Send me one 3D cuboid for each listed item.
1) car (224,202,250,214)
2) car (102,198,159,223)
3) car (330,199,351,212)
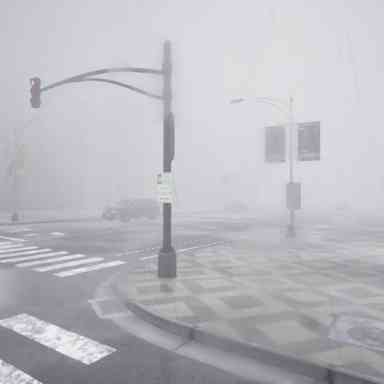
[{"bbox_3d":[6.160,2.115,45.268,1.837,1.490,4.892,0,-1,36],"label":"car"},{"bbox_3d":[-5.233,1.543,29.191,2.150,2.045,5.566,0,-1,35],"label":"car"},{"bbox_3d":[24.540,2.381,54.106,2.128,1.511,4.902,0,-1,35],"label":"car"}]
